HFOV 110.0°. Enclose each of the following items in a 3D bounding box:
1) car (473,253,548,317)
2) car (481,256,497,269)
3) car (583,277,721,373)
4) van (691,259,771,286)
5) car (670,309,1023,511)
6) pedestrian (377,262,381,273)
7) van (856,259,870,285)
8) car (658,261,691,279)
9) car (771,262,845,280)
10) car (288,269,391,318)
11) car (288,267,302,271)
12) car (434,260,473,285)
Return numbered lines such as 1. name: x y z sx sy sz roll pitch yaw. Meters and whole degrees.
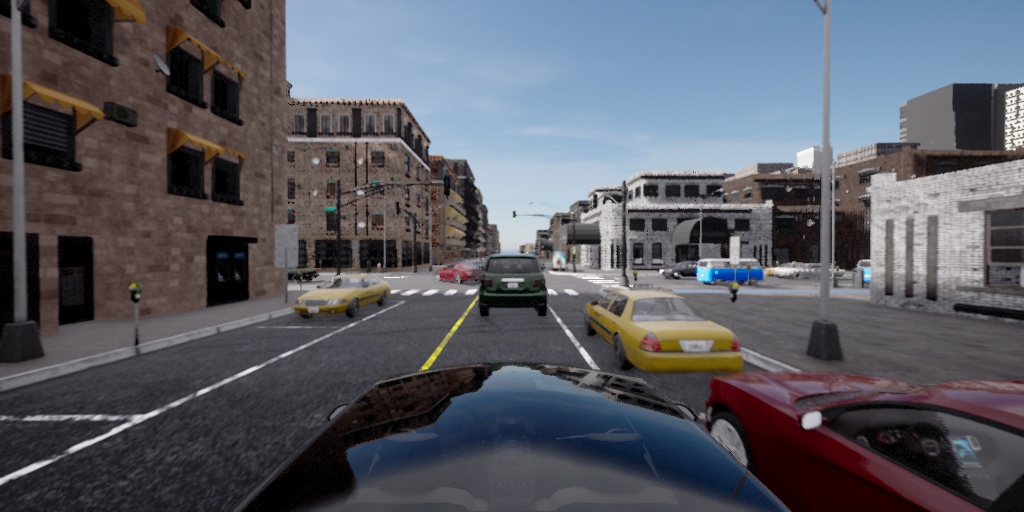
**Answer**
1. car: 0.047 0.931 13.067 2.150 2.045 5.566 0 0 0
2. car: -3.448 0.935 54.199 2.097 1.767 4.553 0 0 0
3. car: 2.651 1.254 7.499 1.751 1.417 4.829 0 0 0
4. van: 14.496 1.077 23.884 3.998 1.789 1.690 0 0 -1
5. car: 2.695 1.295 1.632 1.888 1.381 4.507 0 0 0
6. pedestrian: -12.872 1.085 34.796 0.500 1.100 0.500 0 1 -1
7. van: 25.538 1.105 24.048 3.998 1.789 1.690 0 0 -1
8. car: 14.723 1.167 29.683 4.902 1.511 2.128 0 1 -2
9. car: 24.564 1.301 29.819 4.718 1.301 1.895 0 1 -1
10. car: -5.769 1.235 12.798 1.751 1.417 4.829 0 0 0
11. car: -16.657 1.252 26.004 4.718 1.301 1.895 0 1 -1
12. car: -3.799 1.202 25.571 1.812 1.442 4.674 0 1 -40
